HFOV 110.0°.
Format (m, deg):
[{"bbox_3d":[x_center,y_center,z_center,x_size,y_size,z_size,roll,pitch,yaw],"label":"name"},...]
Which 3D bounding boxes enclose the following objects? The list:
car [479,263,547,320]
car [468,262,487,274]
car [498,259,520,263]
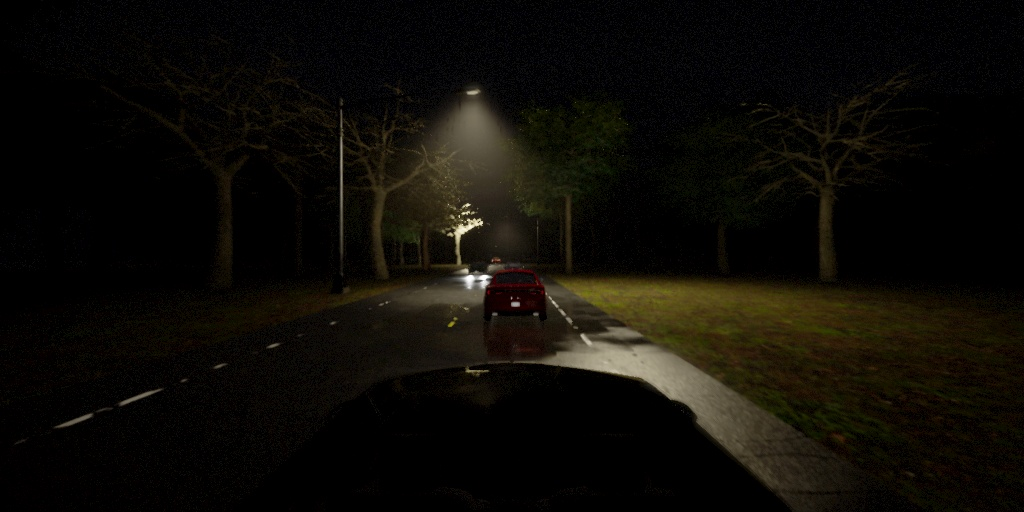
[{"bbox_3d":[0.101,1.191,12.523,1.882,1.535,5.008,0,0,0],"label":"car"},{"bbox_3d":[-3.588,1.261,38.327,1.895,1.301,4.718,0,0,0],"label":"car"},{"bbox_3d":[0.105,1.215,31.394,2.033,1.411,5.357,0,0,0],"label":"car"}]
